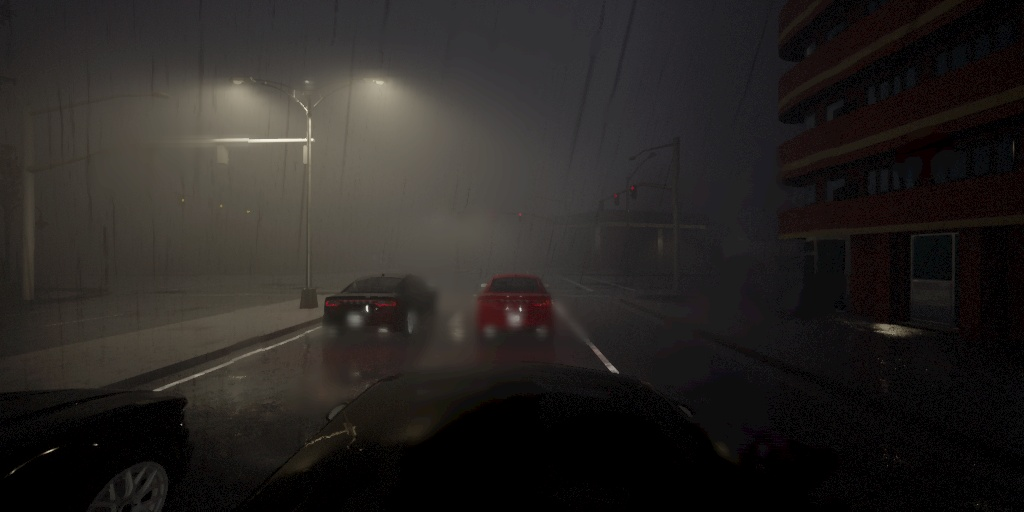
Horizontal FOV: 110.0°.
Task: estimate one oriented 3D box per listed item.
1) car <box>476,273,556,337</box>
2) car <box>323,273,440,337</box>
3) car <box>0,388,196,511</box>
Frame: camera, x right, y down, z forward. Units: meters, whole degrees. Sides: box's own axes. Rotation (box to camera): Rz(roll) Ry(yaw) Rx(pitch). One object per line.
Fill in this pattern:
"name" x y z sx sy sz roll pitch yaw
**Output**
"car" 0.108 1.228 10.305 1.882 1.535 5.008 0 0 1
"car" -3.397 1.228 10.290 1.882 1.535 5.008 0 0 0
"car" -3.408 1.228 0.716 1.882 1.535 5.008 0 0 0
